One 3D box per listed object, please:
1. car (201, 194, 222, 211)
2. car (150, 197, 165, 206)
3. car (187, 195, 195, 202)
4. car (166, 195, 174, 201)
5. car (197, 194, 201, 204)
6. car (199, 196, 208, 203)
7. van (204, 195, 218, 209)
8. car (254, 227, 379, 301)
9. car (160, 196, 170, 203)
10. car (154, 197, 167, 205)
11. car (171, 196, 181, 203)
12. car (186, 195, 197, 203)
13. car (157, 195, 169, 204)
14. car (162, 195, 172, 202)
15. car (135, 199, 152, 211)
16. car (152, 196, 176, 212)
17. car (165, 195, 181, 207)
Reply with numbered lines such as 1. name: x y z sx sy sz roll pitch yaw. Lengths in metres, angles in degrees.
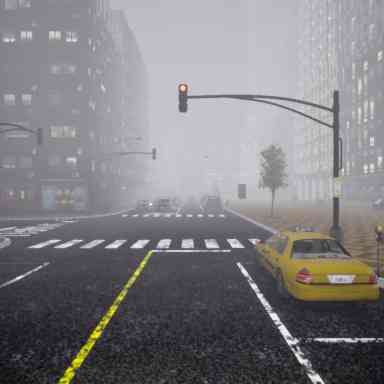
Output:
1. car: 2.568 1.332 40.507 2.192 1.841 5.009 0 0 0
2. car: -5.859 1.588 57.062 2.008 1.369 4.403 0 0 0
3. car: -0.230 1.469 79.693 1.882 1.535 5.008 0 0 0
4. car: -5.954 1.624 90.052 1.752 1.417 4.829 0 0 0
5. car: 2.504 1.362 62.613 2.192 1.841 5.009 0 0 0
6. car: 2.473 1.611 73.667 1.887 1.381 4.507 0 0 0
7. van: 2.552 1.364 46.033 1.690 1.788 3.998 0 0 0
8. car: 2.663 1.526 8.264 1.752 1.417 4.829 0 0 0
9. car: -5.907 1.648 73.643 1.802 1.307 4.206 0 0 0
10. car: -5.875 1.592 62.588 1.887 1.381 4.507 0 0 0
11. car: -3.202 1.564 69.194 1.837 1.490 4.892 0 0 0
12. car: -0.202 1.612 69.692 1.994 1.385 4.181 0 0 0
13. car: -5.892 1.497 68.116 1.967 1.590 4.097 0 0 0
14. car: -5.924 1.517 79.169 1.967 1.590 4.097 0 0 0
15. car: -5.810 1.568 40.483 2.008 1.369 4.403 0 0 0
16. car: -3.212 1.519 38.681 1.837 1.490 4.892 0 0 0
17. car: -3.245 1.524 52.491 2.128 1.511 4.902 0 0 0
